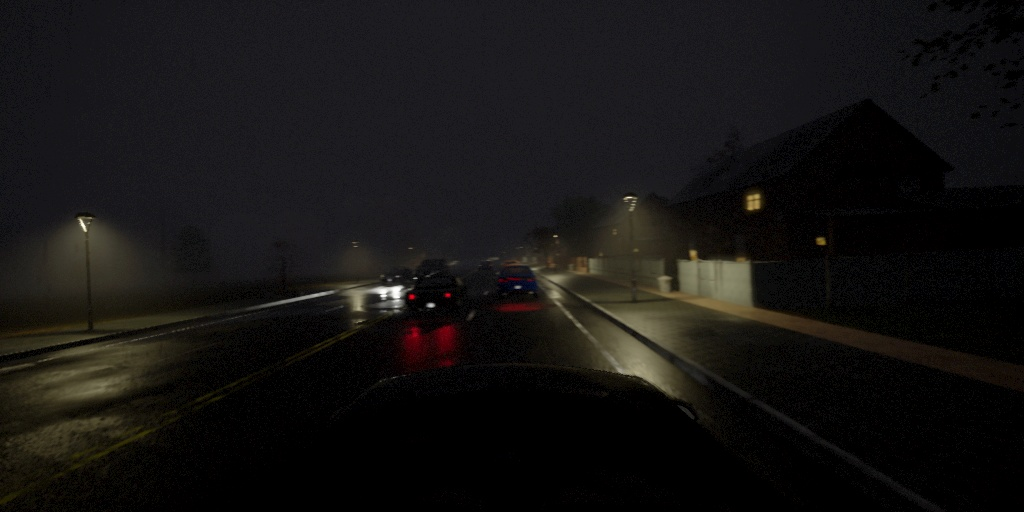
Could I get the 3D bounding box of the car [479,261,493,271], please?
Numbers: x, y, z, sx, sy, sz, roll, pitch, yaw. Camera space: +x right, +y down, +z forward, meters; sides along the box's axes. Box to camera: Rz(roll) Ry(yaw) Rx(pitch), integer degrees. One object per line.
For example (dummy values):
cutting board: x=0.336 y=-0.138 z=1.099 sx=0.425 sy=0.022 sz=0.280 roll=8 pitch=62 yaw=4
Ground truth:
car: x=-3.779 y=1.455 z=51.901 sx=1.994 sy=1.385 sz=4.181 roll=-3 pitch=0 yaw=-2

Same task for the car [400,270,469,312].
car: x=-2.939 y=1.473 z=15.111 sx=1.895 sy=1.301 sz=4.718 roll=-3 pitch=0 yaw=0

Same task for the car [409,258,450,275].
car: x=-6.559 y=1.250 z=30.036 sx=2.150 sy=2.045 sz=5.566 roll=-3 pitch=0 yaw=-1

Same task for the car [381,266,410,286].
car: x=-9.816 y=1.665 z=31.073 sx=2.128 sy=1.511 sz=4.902 roll=-3 pitch=0 yaw=-1

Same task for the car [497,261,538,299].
car: x=0.250 y=1.205 z=18.297 sx=1.882 sy=1.535 sz=5.008 roll=-3 pitch=0 yaw=0
